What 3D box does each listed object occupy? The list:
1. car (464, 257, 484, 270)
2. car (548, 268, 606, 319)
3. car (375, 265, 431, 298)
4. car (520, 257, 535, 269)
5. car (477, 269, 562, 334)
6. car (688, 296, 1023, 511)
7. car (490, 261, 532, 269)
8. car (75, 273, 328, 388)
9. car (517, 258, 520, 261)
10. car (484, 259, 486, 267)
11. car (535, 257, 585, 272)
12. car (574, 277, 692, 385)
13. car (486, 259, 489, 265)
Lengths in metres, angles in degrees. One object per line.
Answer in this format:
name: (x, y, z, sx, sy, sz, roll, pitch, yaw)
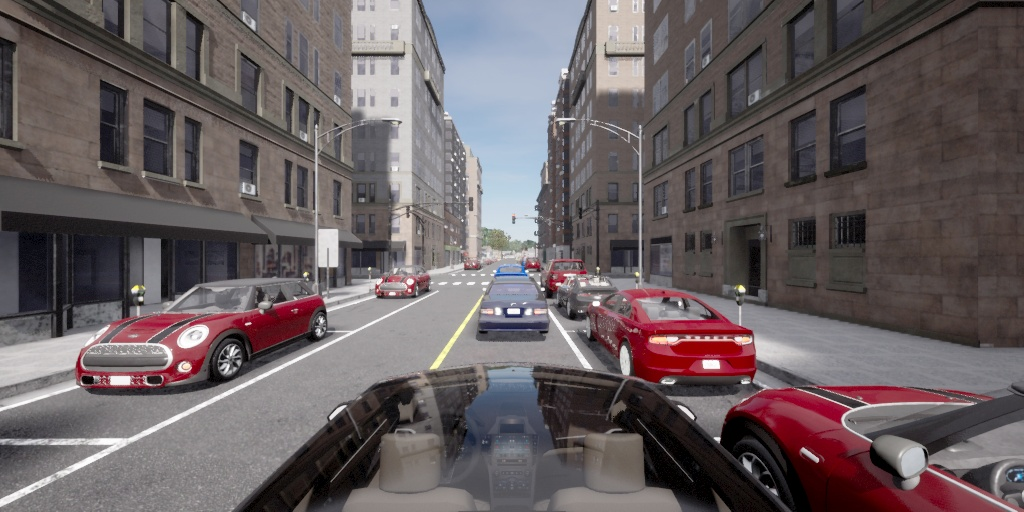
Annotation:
car: (-5.593, 1.061, 50.855, 2.192, 1.841, 5.009, 0, 0, 0)
car: (2.601, 1.300, 12.643, 2.007, 1.370, 4.403, 0, 0, 0)
car: (-5.445, 1.189, 18.296, 1.967, 1.591, 4.097, 0, 0, 0)
car: (2.546, 1.062, 45.381, 2.192, 1.841, 5.009, 0, 0, 0)
car: (0.047, 1.297, 10.617, 2.033, 1.411, 5.357, 0, 0, 0)
car: (2.642, 1.190, 1.279, 1.967, 1.591, 4.097, 0, 0, 0)
car: (-0.064, 1.227, 20.436, 1.882, 1.535, 5.008, 0, 0, 0)
car: (-5.404, 1.190, 6.931, 1.967, 1.591, 4.097, 0, 0, 0)
car: (2.474, 1.060, 61.893, 2.192, 1.841, 5.009, 0, 0, 0)
car: (-5.610, 1.312, 56.358, 1.948, 1.339, 4.313, 0, 0, 0)
car: (2.580, 1.064, 18.325, 2.192, 1.841, 5.009, 0, 0, 0)
car: (2.621, 1.295, 6.961, 1.888, 1.381, 4.507, 0, 0, 0)
car: (-5.628, 1.296, 61.862, 2.007, 1.370, 4.403, 0, 0, 0)
